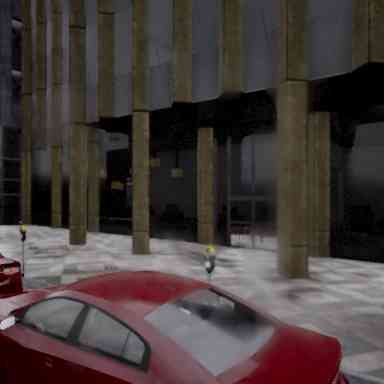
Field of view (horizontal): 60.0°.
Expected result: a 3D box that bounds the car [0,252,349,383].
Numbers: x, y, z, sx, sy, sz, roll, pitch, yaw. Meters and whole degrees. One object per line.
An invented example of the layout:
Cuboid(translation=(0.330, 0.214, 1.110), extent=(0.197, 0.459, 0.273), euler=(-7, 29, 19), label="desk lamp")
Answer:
Cuboid(translation=(-0.797, 1.547, 3.544), extent=(4.507, 1.381, 1.887), euler=(0, 0, 36), label="car")
